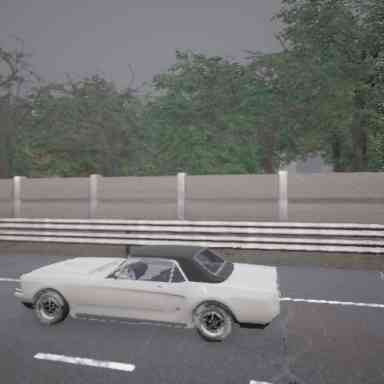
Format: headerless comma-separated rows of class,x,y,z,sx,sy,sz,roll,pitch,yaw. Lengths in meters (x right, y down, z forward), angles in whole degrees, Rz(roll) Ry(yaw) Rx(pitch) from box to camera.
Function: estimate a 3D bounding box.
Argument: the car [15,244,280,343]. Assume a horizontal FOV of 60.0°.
car,-0.783,1.685,6.278,4.718,1.301,1.895,0,-1,14
